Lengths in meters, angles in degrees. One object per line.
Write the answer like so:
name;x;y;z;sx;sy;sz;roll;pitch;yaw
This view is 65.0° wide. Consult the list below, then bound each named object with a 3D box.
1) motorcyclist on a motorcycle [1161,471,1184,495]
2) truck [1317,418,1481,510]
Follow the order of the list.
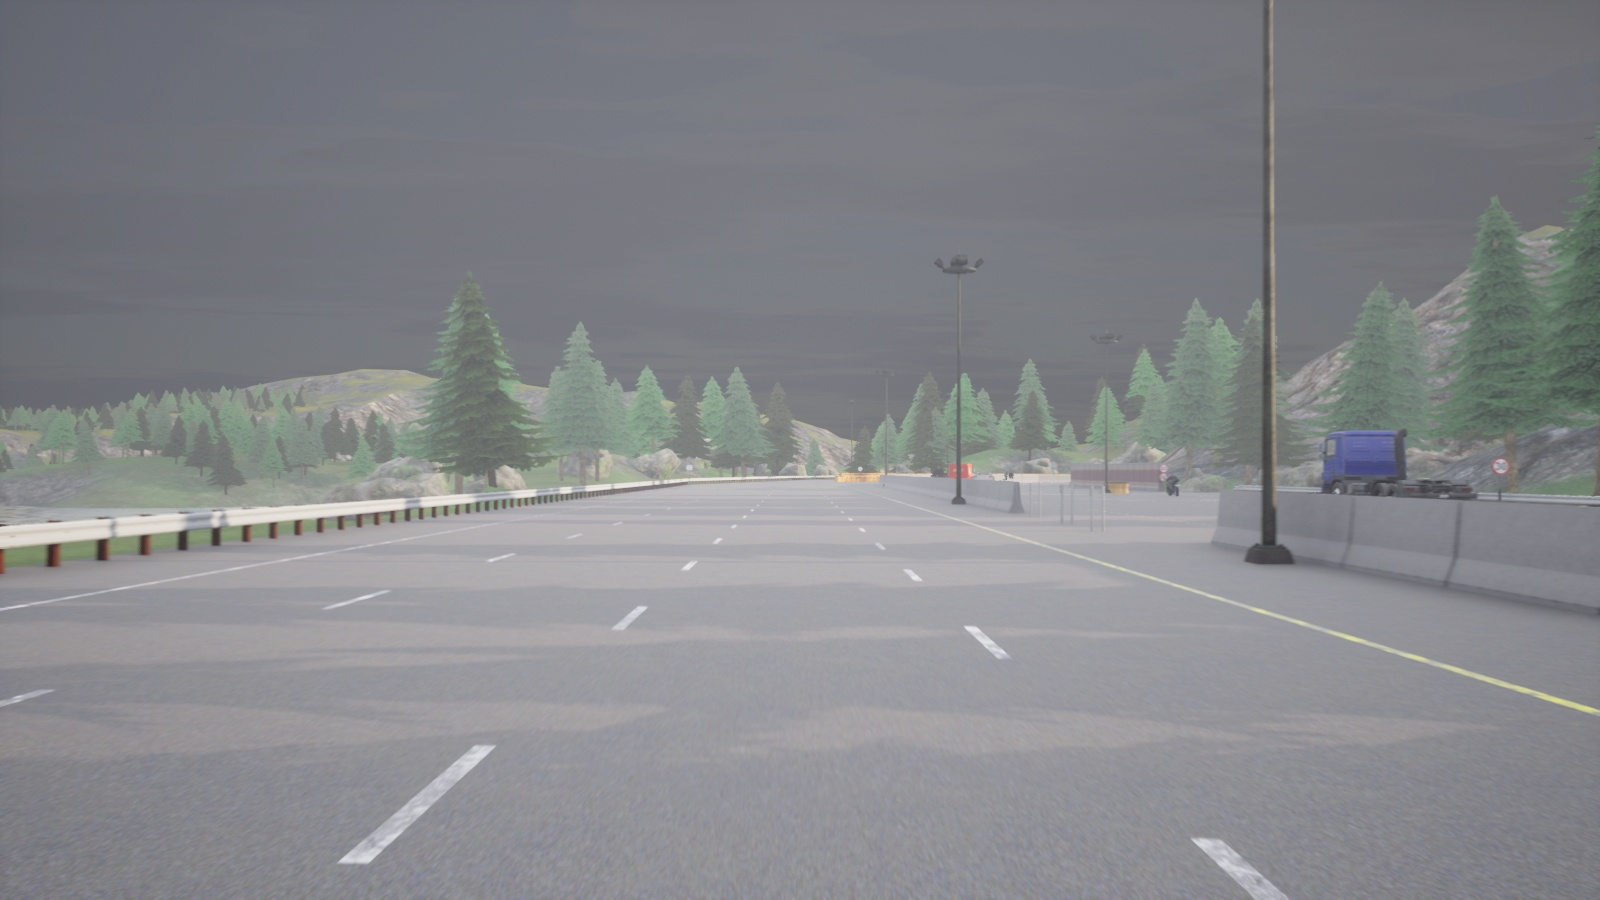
motorcyclist on a motorcycle;24.296;2.119;81.940;0.866;1.530;2.191;0;-1;0
truck;24.375;0.597;51.658;2.891;3.462;7.936;0;-1;0
